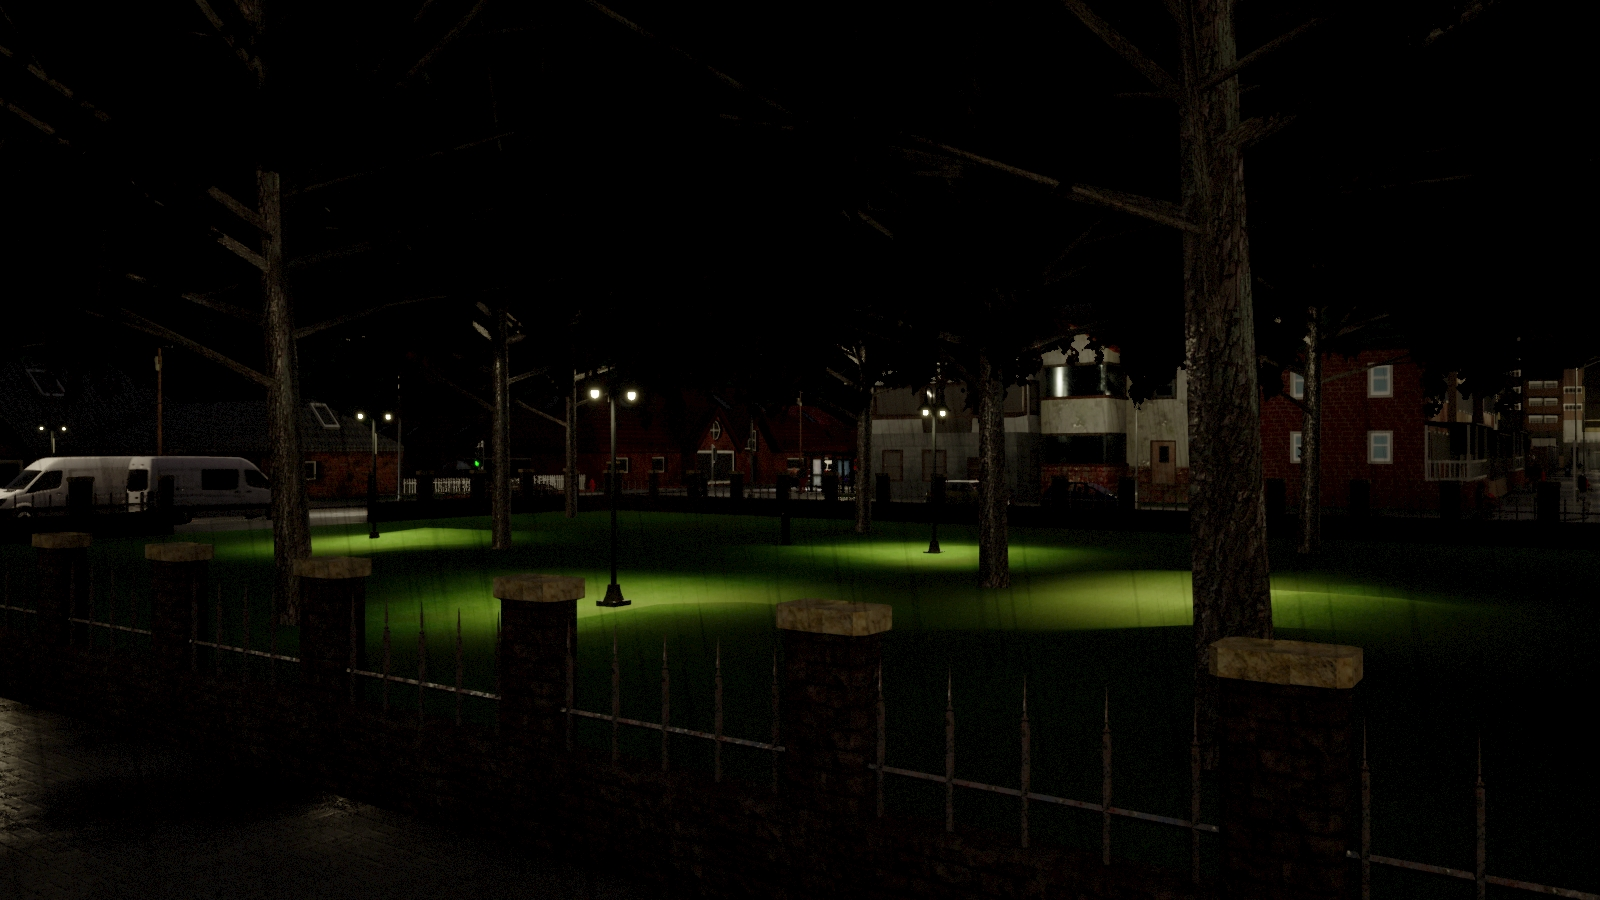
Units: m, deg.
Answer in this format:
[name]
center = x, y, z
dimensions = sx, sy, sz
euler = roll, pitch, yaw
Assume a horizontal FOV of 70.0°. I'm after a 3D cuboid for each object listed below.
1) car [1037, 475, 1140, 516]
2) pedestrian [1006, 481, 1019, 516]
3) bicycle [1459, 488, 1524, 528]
[car]
center = 11.752, 1.818, 46.570
dimensions = 3.633, 1.501, 1.845
euler = 0, 0, 35
[pedestrian]
center = 7.937, 1.804, 42.656
dimensions = 0.375, 1.300, 0.375
euler = 0, 0, 34
[bicycle]
center = 23.282, 1.940, 38.478
dimensions = 1.835, 1.271, 0.329
euler = 0, 0, 35
